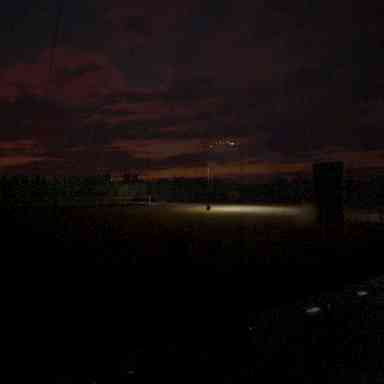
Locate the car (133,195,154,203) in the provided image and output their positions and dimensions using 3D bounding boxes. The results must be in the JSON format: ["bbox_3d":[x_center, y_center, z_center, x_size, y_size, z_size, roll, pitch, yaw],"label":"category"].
[{"bbox_3d":[-8.276,1.220,57.316,1.895,1.301,4.718,-2,1,-35],"label":"car"}]
